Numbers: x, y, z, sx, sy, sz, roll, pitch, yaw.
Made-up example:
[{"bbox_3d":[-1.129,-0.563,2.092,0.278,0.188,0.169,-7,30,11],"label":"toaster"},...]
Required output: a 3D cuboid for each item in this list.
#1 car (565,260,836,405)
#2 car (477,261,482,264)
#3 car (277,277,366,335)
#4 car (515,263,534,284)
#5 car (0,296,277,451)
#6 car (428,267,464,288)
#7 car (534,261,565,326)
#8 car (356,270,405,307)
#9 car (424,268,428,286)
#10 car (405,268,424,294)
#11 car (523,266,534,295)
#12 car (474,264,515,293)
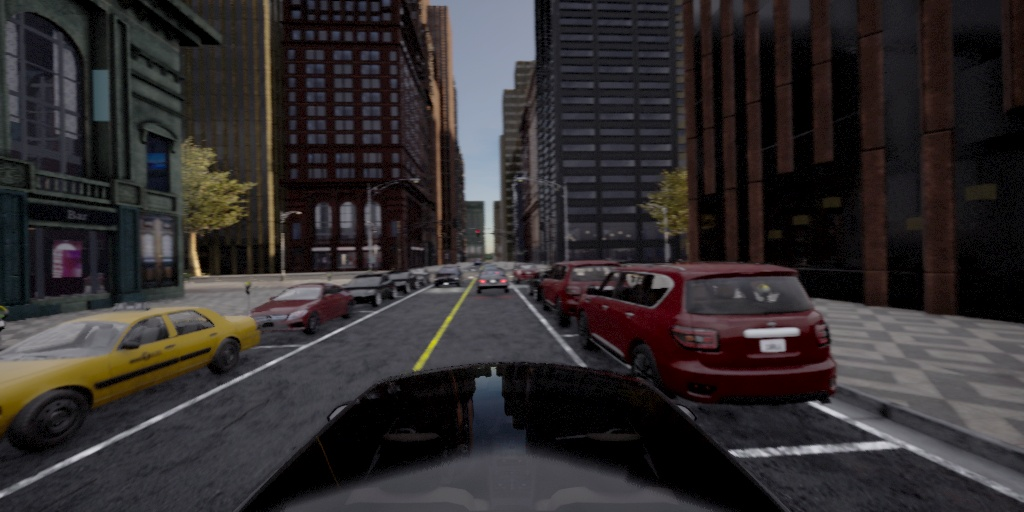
[{"bbox_3d":[2.576,1.023,6.091,2.192,1.841,5.009,0,0,-4],"label":"car"},{"bbox_3d":[-1.901,1.470,32.312,2.033,1.411,5.357,-1,0,-4],"label":"car"},{"bbox_3d":[-6.292,1.515,11.162,1.802,1.307,4.207,0,0,-4],"label":"car"},{"bbox_3d":[1.124,1.276,28.588,1.967,1.591,4.097,0,0,-4],"label":"car"},{"bbox_3d":[-5.918,1.428,5.368,1.751,1.417,4.829,0,0,-4],"label":"car"},{"bbox_3d":[-4.628,1.510,26.961,2.033,1.411,5.357,-1,0,-3],"label":"car"},{"bbox_3d":[2.213,1.054,11.715,2.192,1.841,5.009,0,0,-4],"label":"car"},{"bbox_3d":[-6.655,1.531,16.787,1.948,1.339,4.313,0,0,-4],"label":"car"},{"bbox_3d":[-7.382,1.581,28.036,2.007,1.370,4.403,0,0,-4],"label":"car"},{"bbox_3d":[-7.018,1.564,22.411,1.948,1.339,4.313,0,0,-4],"label":"car"},{"bbox_3d":[1.850,1.337,17.340,1.948,1.339,4.313,0,0,-4],"label":"car"},{"bbox_3d":[-1.155,1.407,21.687,2.033,1.411,5.357,-1,0,-3],"label":"car"}]
